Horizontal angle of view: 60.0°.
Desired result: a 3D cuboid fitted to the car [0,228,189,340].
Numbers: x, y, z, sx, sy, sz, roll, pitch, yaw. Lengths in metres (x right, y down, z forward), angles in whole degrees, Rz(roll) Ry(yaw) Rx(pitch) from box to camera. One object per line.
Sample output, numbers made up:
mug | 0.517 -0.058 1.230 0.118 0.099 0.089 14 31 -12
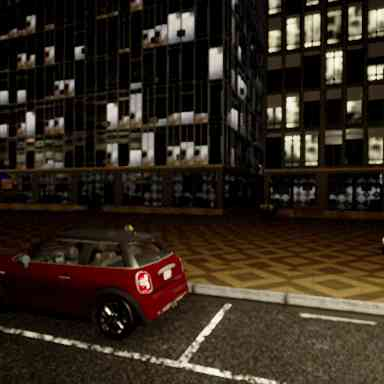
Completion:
car | -2.228 1.435 6.386 4.097 1.590 1.967 0 0 21
